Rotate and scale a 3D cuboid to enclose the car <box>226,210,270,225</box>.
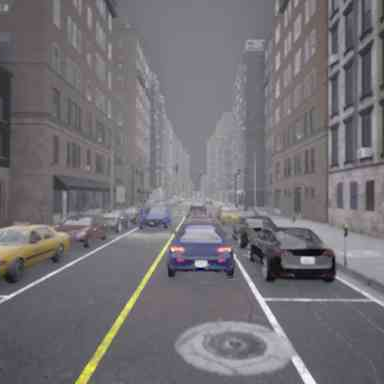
[{"bbox_3d":[2.892,1.747,15.412,1.947,1.339,4.313,0,-1,1],"label":"car"}]

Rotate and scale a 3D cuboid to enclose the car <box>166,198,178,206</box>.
[{"bbox_3d":[-4.276,2.191,63.669,2.008,1.369,4.403,0,-1,1],"label":"car"}]

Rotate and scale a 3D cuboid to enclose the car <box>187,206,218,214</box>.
[{"bbox_3d":[0.451,1.833,21.426,1.895,1.301,4.718,0,-1,1],"label":"car"}]

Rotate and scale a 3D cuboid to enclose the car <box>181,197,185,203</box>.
[{"bbox_3d":[-3.792,2.477,90.933,1.947,1.339,4.313,0,-1,1],"label":"car"}]

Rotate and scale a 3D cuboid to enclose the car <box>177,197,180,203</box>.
[{"bbox_3d":[-4.179,2.240,69.122,1.887,1.381,4.507,0,-1,1],"label":"car"}]

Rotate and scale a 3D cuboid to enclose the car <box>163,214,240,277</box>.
[{"bbox_3d":[0.266,1.642,10.502,1.812,1.442,4.674,0,-1,1],"label":"car"}]

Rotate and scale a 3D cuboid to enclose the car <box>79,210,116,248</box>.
[{"bbox_3d":[-5.132,1.727,15.564,1.802,1.307,4.206,0,-1,1],"label":"car"}]

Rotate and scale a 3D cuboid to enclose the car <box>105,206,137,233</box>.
[{"bbox_3d":[-5.036,1.753,20.976,2.008,1.369,4.403,0,-1,1],"label":"car"}]

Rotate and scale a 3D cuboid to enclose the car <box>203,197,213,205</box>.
[{"bbox_3d":[4.039,2.280,79.878,1.967,1.590,4.097,0,-1,1],"label":"car"}]

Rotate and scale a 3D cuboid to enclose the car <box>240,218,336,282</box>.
[{"bbox_3d":[2.795,1.688,10.000,1.947,1.339,4.313,0,-1,1],"label":"car"}]

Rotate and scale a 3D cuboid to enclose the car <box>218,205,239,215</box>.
[{"bbox_3d":[3.087,1.821,26.406,1.752,1.417,4.829,0,-1,1],"label":"car"}]

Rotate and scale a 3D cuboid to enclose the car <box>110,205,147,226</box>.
[{"bbox_3d":[-4.939,1.809,26.388,2.008,1.369,4.403,0,-1,1],"label":"car"}]

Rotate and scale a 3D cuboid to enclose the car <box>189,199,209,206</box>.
[{"bbox_3d":[0.652,1.877,37.654,1.882,1.535,5.008,0,-1,1],"label":"car"}]

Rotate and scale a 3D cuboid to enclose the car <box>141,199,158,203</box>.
[{"bbox_3d":[-4.746,1.684,37.213,2.192,1.841,5.009,0,-1,1],"label":"car"}]

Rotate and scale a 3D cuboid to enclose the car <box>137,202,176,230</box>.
[{"bbox_3d":[-2.447,1.716,23.280,1.882,1.535,5.008,0,-1,1],"label":"car"}]

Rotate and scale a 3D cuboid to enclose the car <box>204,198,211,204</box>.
[{"bbox_3d":[4.233,2.387,90.785,1.967,1.590,4.097,0,-1,1],"label":"car"}]

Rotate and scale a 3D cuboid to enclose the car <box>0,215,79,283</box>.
[{"bbox_3d":[-5.231,1.610,9.983,1.752,1.417,4.829,0,-1,1],"label":"car"}]

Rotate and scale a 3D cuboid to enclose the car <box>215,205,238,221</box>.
[{"bbox_3d":[3.180,1.931,31.647,1.802,1.307,4.206,0,-1,1],"label":"car"}]
